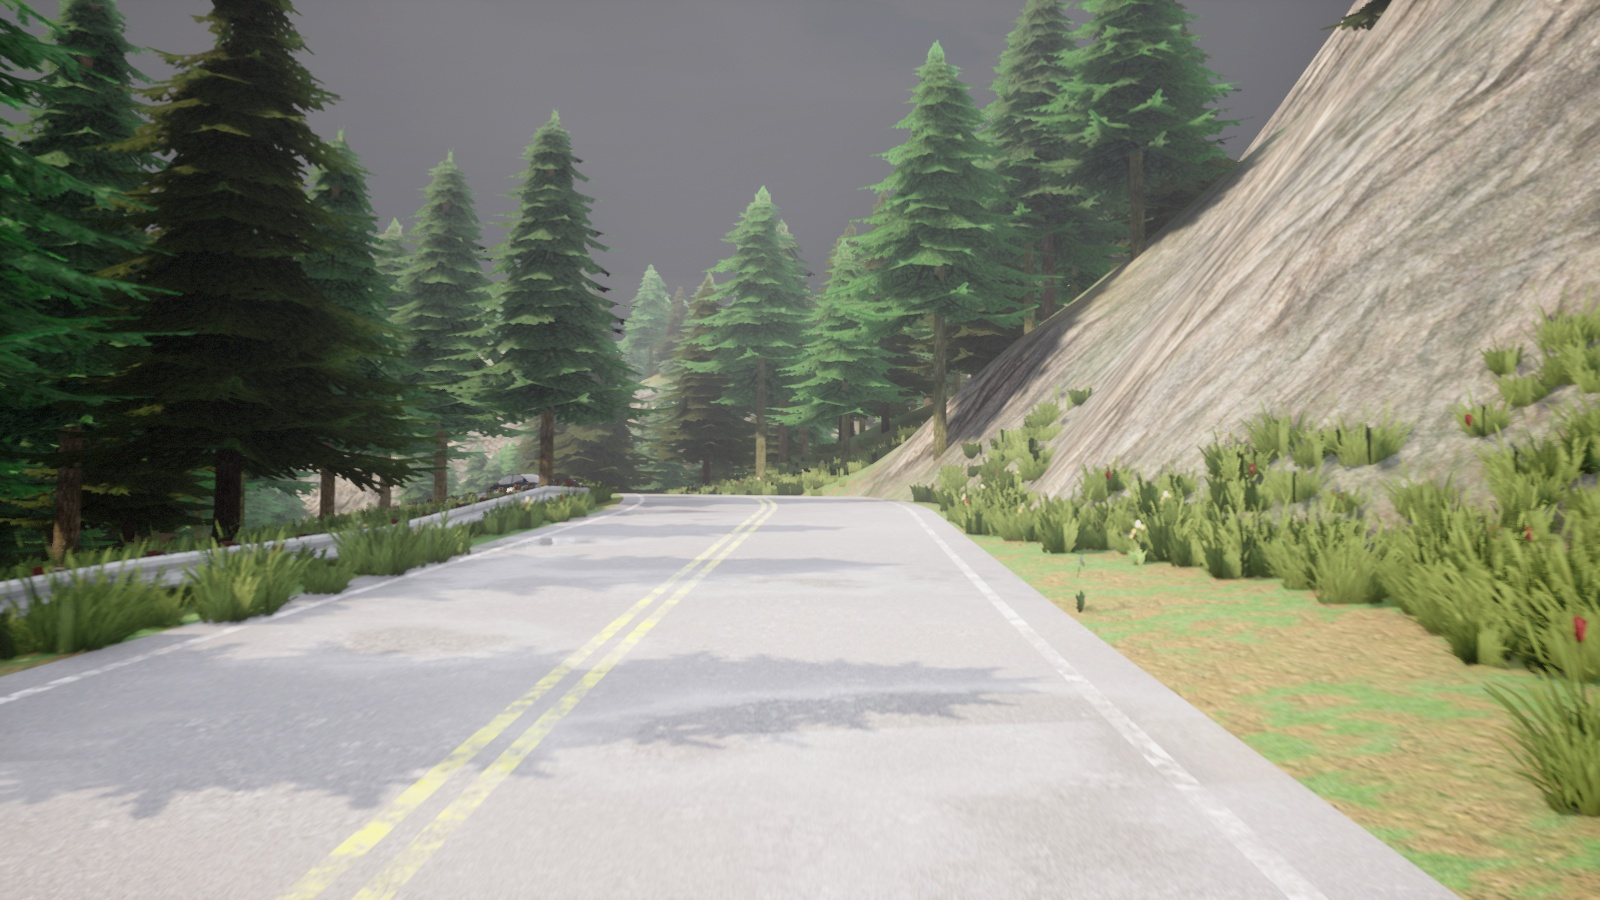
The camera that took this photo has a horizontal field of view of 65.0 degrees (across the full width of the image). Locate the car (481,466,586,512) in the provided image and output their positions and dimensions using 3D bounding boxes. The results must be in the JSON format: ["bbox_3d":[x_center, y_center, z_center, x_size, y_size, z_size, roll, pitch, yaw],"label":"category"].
[{"bbox_3d":[-11.213,1.669,52.633,2.163,1.488,4.792,4,-9,-43],"label":"car"}]
